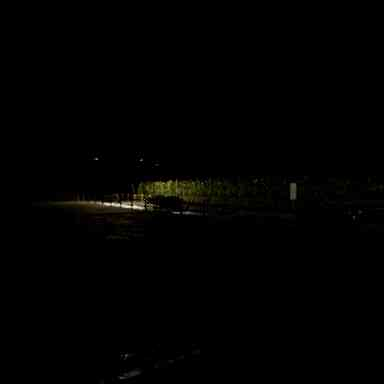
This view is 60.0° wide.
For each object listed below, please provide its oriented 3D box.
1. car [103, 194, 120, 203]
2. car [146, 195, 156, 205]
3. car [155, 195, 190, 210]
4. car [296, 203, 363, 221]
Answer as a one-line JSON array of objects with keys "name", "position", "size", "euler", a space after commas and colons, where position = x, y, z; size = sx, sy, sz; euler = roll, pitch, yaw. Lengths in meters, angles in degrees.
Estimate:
[{"name": "car", "position": [-13.778, 1.137, 56.918], "size": [1.812, 1.442, 4.674], "euler": [0, 0, -32]}, {"name": "car", "position": [-5.274, 1.175, 50.198], "size": [1.882, 1.535, 5.008], "euler": [0, 0, -33]}, {"name": "car", "position": [-2.041, 1.278, 38.402], "size": [1.837, 1.490, 4.892], "euler": [0, 0, -33]}, {"name": "car", "position": [10.513, 1.509, 25.898], "size": [1.895, 1.301, 4.718], "euler": [0, 0, -33]}]
